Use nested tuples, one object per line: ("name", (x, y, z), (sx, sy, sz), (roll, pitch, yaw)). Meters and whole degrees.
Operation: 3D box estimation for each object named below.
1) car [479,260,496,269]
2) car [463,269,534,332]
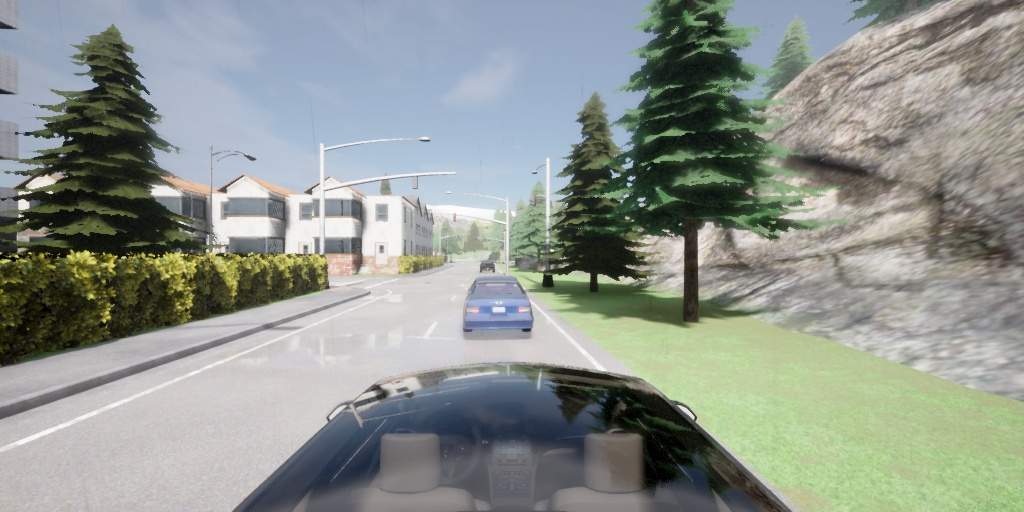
("car", (-3.089, 1.255, 44.818), (1.837, 1.490, 4.892), (0, 0, -4))
("car", (-0.483, 1.297, 10.840), (2.033, 1.411, 5.357), (0, 0, -4))
